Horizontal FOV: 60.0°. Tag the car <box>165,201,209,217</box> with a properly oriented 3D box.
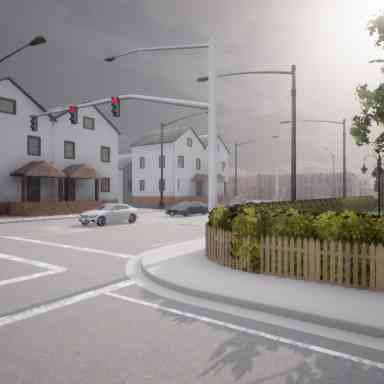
[{"bbox_3d":[-0.240,1.547,31.421,2.033,1.411,5.357,0,0,35],"label":"car"}]

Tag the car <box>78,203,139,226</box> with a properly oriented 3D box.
[{"bbox_3d":[-5.729,1.526,23.473,1.812,1.442,4.674,0,0,35],"label":"car"}]

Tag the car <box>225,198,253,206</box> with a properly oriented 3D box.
[{"bbox_3d":[5.638,1.490,39.909,2.128,1.511,4.902,0,0,35],"label":"car"}]
